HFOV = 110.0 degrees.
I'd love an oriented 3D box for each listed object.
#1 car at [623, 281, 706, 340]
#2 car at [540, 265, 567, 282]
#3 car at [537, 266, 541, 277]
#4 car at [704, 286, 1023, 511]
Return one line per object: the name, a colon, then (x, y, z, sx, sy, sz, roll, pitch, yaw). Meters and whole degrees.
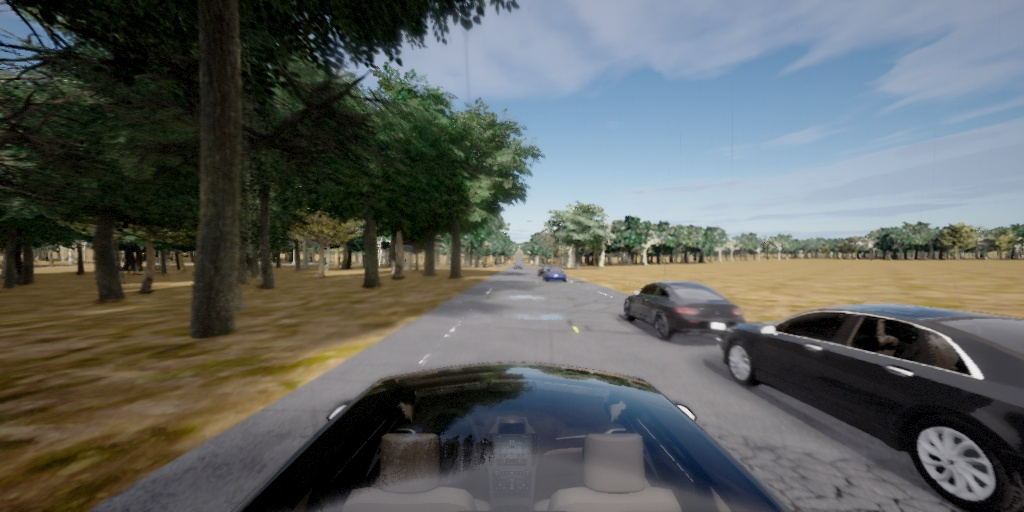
car: (4.665, 1.430, 10.340, 1.812, 1.442, 4.674, 1, -1, 1)
car: (4.088, 1.756, 34.601, 1.994, 1.385, 4.181, 1, -1, 1)
car: (4.234, 1.874, 45.318, 1.812, 1.442, 4.674, 1, -1, 1)
car: (4.561, 1.341, 4.338, 1.837, 1.490, 4.892, 1, -1, 1)
